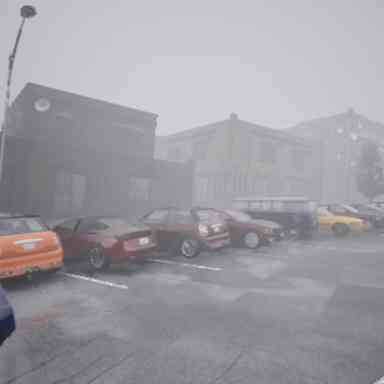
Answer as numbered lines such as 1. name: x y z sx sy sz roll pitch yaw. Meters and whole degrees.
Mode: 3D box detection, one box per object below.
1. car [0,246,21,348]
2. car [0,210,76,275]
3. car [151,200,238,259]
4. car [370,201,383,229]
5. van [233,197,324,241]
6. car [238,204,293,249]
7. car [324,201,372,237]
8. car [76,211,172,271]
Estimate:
1. car: -4.604 1.606 3.494 4.718 1.301 1.895 0 0 -35
2. car: -5.644 1.344 9.118 4.553 1.767 2.185 -1 0 34
3. car: -0.895 1.330 12.619 4.553 1.767 2.185 -1 0 34
4. car: 8.563 1.426 19.607 5.008 1.535 2.097 -1 -1 34
5. van: 3.730 1.217 16.196 4.442 1.987 1.878 -1 0 34
6. car: 1.455 1.448 14.393 5.008 1.535 2.097 -1 -1 34
7. car: 6.354 1.428 17.763 5.366 1.575 1.946 -1 -1 34
8. car: -3.318 1.493 10.902 4.792 1.488 2.163 -1 0 34
